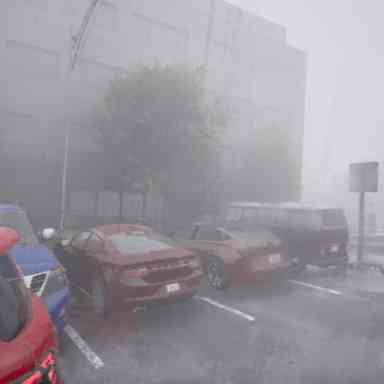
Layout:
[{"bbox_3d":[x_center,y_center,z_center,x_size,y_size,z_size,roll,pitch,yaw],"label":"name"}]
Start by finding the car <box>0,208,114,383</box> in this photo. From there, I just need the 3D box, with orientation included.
[{"bbox_3d":[-3.313,1.218,1.010,5.566,2.045,2.150,0,0,-35],"label":"car"}]

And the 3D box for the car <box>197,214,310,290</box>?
[{"bbox_3d":[0.512,1.540,9.370,2.163,1.488,4.792,1,0,-36],"label":"car"}]

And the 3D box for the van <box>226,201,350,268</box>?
[{"bbox_3d":[2.732,1.331,11.061,1.878,1.987,4.442,1,-1,-36],"label":"van"}]

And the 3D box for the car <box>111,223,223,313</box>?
[{"bbox_3d":[-1.776,1.487,7.700,2.097,1.535,5.008,0,0,-36],"label":"car"}]

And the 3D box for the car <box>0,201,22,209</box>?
[{"bbox_3d":[-3.985,1.229,6.090,2.435,2.045,5.566,0,0,-36],"label":"car"}]
